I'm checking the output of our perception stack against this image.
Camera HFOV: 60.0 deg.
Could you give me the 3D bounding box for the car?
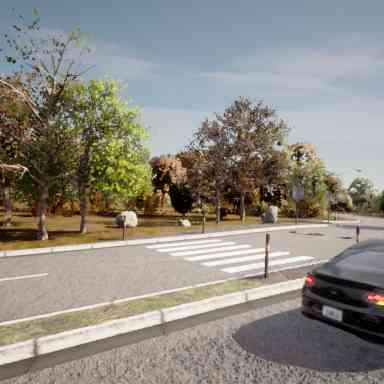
[{"bbox_3d":[3.914,1.540,5.897,4.674,1.442,1.812,0,0,-32],"label":"car"}]
